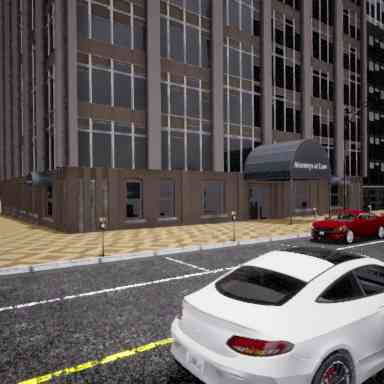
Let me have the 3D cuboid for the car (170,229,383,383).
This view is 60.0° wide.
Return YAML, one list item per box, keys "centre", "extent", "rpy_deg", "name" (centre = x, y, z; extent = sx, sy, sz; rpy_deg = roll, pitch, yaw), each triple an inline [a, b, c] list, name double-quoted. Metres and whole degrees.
- centre: [1.904, 1.525, 4.683]
  extent: [4.674, 1.442, 1.812]
  rpy_deg: [0, 0, -35]
  name: "car"

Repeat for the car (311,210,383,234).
- centre: [7.474, 1.542, 15.764]
  extent: [4.507, 1.381, 1.887]
  rpy_deg: [0, -1, -35]
  name: "car"
